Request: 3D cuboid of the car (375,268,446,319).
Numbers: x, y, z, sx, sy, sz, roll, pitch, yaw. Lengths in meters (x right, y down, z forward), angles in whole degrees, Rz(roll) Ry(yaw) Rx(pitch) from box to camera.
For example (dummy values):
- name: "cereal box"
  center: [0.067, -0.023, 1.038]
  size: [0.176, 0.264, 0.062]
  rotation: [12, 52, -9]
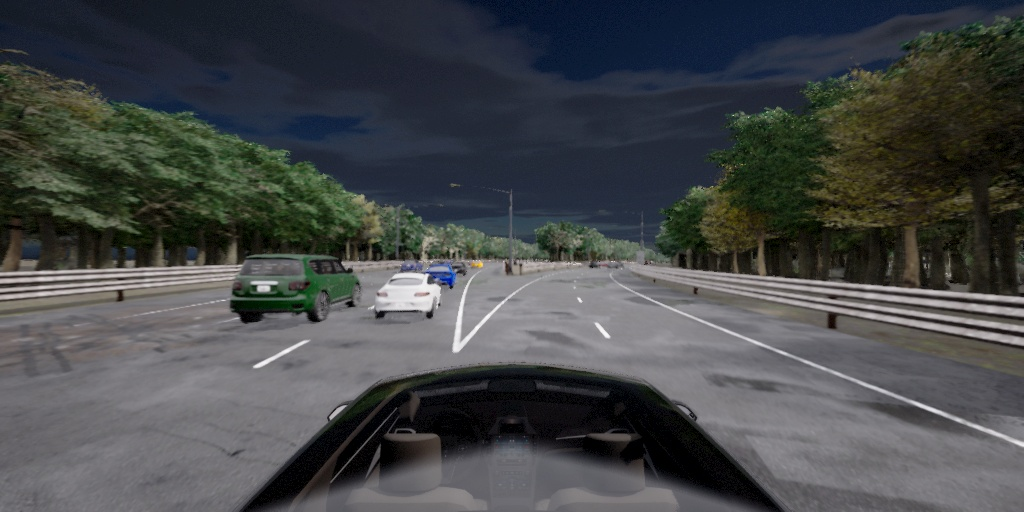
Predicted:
- name: "car"
  center: [-3.582, 1.314, 12.933]
  size: [1.812, 1.442, 4.674]
  rotation: [1, 0, -7]

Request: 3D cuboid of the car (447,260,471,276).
- name: "car"
  center: [-5.952, 1.460, 40.092]
  size: [1.837, 1.490, 4.892]
  rotation: [0, 0, -3]

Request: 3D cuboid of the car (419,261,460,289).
- name: "car"
  center: [-4.791, 1.335, 24.364]
  size: [1.882, 1.535, 5.008]
  rotation: [1, 0, -5]

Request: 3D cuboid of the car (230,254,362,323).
- name: "car"
  center: [-6.926, 0.973, 12.208]
  size: [2.150, 2.045, 5.566]
  rotation: [1, 0, -7]

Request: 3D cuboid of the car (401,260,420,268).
- name: "car"
  center: [-13.272, 1.282, 47.856]
  size: [2.097, 1.767, 4.553]
  rotation: [1, 0, -2]
